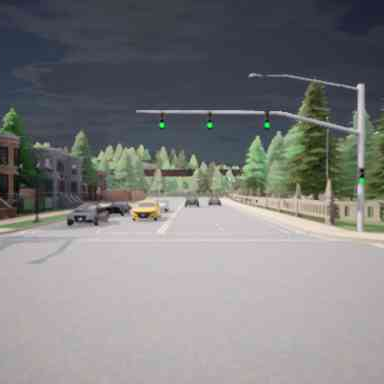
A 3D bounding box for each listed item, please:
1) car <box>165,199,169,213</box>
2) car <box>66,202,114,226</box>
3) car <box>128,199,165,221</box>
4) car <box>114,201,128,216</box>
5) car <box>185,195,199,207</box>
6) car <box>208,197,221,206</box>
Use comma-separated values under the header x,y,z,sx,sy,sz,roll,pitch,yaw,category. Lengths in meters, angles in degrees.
x,y,z,sx,sy,sz,roll,pitch,yaw,category
-3.553,1.474,37.208,1.812,1.442,4.674,0,0,1,car
-7.093,1.532,23.070,1.994,1.385,4.181,0,0,0,car
-3.589,1.440,27.042,1.882,1.535,5.008,0,0,0,car
-7.080,1.557,31.823,1.895,1.301,4.718,0,0,0,car
0.014,1.284,48.901,2.097,1.767,4.553,0,0,0,car
3.611,1.490,53.423,1.994,1.385,4.181,0,0,0,car
